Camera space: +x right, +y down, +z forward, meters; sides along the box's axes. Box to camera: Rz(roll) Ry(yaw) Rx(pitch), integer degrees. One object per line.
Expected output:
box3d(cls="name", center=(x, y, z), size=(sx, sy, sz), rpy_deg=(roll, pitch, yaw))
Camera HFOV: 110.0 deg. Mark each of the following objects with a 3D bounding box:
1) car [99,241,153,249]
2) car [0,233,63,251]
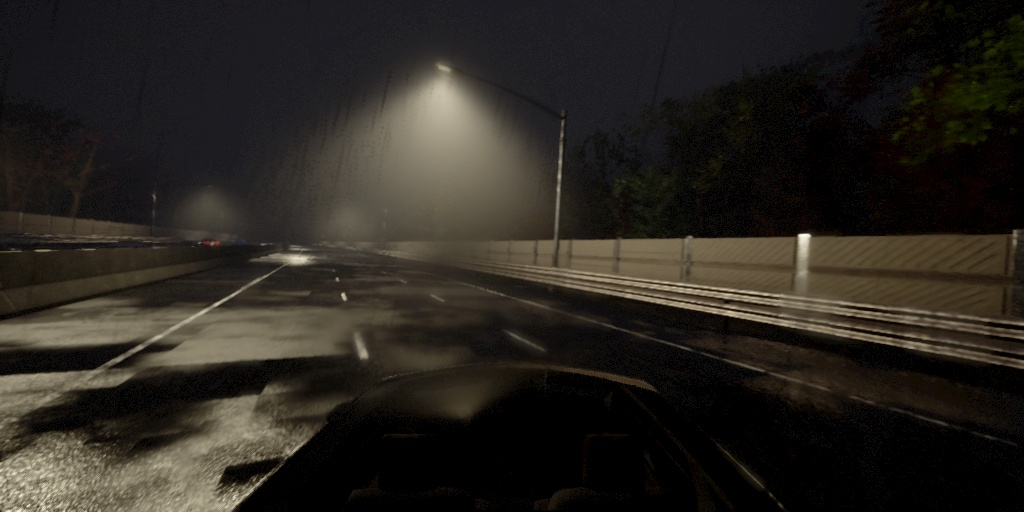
box3d(cls="car", center=(-25.739, -0.311, 24.082), size=(1.994, 1.385, 4.181), rpy_deg=(3, 0, -28))
box3d(cls="car", center=(-27.558, -0.397, 20.033), size=(1.994, 1.385, 4.181), rpy_deg=(3, 0, -28))
